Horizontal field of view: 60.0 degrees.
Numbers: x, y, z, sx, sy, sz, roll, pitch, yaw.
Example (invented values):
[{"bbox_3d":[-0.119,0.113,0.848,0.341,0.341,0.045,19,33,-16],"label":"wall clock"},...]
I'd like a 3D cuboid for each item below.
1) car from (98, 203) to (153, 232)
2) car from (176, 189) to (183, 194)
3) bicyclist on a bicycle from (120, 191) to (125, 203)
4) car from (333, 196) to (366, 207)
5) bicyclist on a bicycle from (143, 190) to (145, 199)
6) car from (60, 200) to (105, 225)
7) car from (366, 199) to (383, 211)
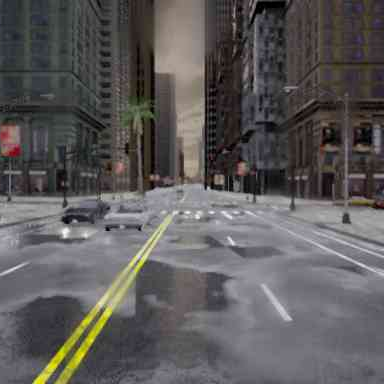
[{"bbox_3d":[-3.330,1.317,17.988,1.895,1.301,4.718,0,1,0],"label":"car"},{"bbox_3d":[-3.270,-0.235,88.722,1.895,1.301,4.718,0,1,0],"label":"car"},{"bbox_3d":[-9.516,0.715,45.113,0.866,1.612,1.509,0,1,-9],"label":"bicyclist on a bicycle"},{"bbox_3d":[20.583,1.173,42.327,4.829,1.417,1.752,1,0,0],"label":"car"},{"bbox_3d":[-8.807,0.471,61.020,0.582,1.620,1.656,0,1,-1],"label":"bicyclist on a bicycle"},{"bbox_3d":[-6.561,1.211,21.319,2.033,1.411,5.357,0,1,1],"label":"car"},{"bbox_3d":[20.724,1.301,33.800,4.507,1.381,1.887,1,0,0],"label":"car"}]
